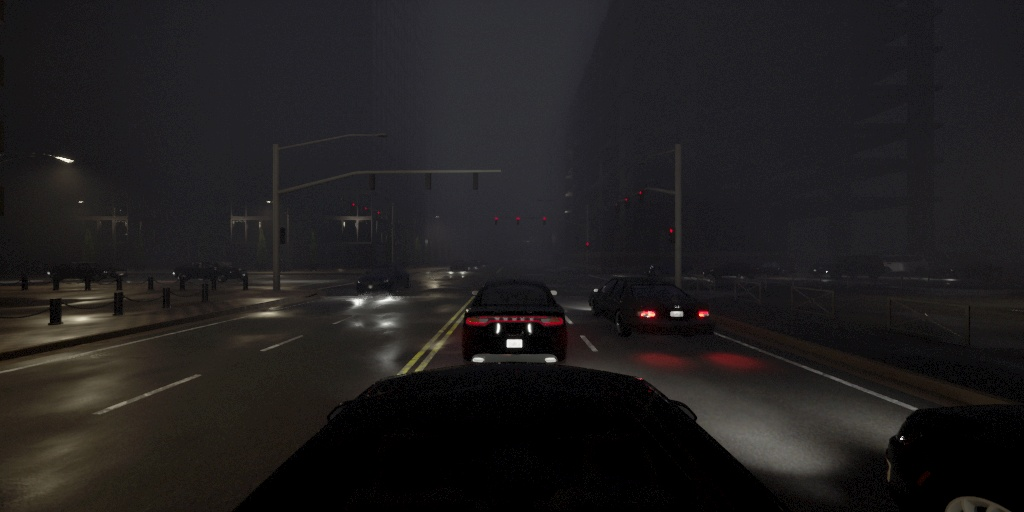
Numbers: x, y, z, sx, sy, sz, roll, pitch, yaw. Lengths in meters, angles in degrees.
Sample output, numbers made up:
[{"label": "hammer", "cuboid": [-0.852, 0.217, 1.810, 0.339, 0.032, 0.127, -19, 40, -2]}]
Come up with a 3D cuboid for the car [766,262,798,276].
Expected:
[{"label": "car", "cuboid": [24.698, 1.242, 35.044, 5.357, 1.411, 2.033, 0, 0, 0]}]

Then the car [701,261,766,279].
[{"label": "car", "cuboid": [19.154, 1.220, 31.503, 4.674, 1.442, 1.812, 0, 0, 0]}]

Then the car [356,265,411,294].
[{"label": "car", "cuboid": [-7.100, 1.258, 20.302, 1.812, 1.442, 4.674, 0, 0, 0]}]

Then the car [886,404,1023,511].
[{"label": "car", "cuboid": [3.600, 1.255, 0.511, 1.837, 1.490, 4.892, 0, 0, 0]}]

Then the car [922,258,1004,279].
[{"label": "car", "cuboid": [39.912, 1.172, 31.575, 5.008, 1.535, 1.882, 0, 0, 0]}]

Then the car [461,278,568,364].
[{"label": "car", "cuboid": [0.055, 1.228, 8.124, 1.882, 1.535, 5.008, 0, 0, 0]}]

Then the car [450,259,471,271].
[{"label": "car", "cuboid": [-7.093, 1.227, 48.512, 1.882, 1.535, 5.008, 0, 0, 0]}]

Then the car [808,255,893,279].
[{"label": "car", "cuboid": [29.420, 0.916, 31.558, 5.566, 2.045, 2.150, 0, 0, 0]}]

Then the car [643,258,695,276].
[{"label": "car", "cuboid": [15.230, 1.046, 35.031, 4.553, 1.767, 2.097, 0, 0, 0]}]

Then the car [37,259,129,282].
[{"label": "car", "cuboid": [-32.302, 1.185, 27.413, 4.902, 1.511, 2.128, 0, 0, 0]}]

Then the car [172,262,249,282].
[{"label": "car", "cuboid": [-22.924, 1.186, 27.374, 4.902, 1.511, 2.128, 0, 0, 0]}]

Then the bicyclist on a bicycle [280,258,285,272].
[{"label": "bicyclist on a bicycle", "cuboid": [-25.408, 0.995, 39.334, 0.582, 1.620, 1.656, 0, 0, 0]}]

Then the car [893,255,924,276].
[{"label": "car", "cuboid": [37.217, 0.915, 35.076, 5.566, 2.045, 2.150, 0, 0, 0]}]

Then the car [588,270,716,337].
[{"label": "car", "cuboid": [3.571, 1.297, 10.248, 2.033, 1.411, 5.357, 0, 0, 0]}]

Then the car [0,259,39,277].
[{"label": "car", "cuboid": [-47.903, 1.046, 34.753, 4.553, 1.767, 2.097, 0, 0, 1]}]
